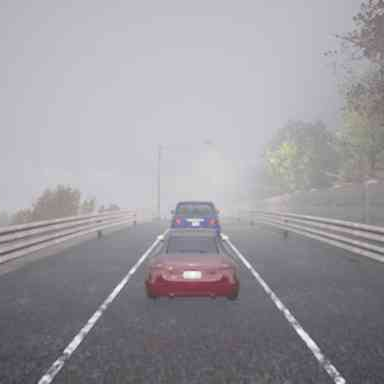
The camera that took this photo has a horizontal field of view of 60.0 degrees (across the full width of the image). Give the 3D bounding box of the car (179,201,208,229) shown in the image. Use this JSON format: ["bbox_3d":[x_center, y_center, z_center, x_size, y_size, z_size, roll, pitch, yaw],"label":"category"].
[{"bbox_3d":[0.158,1.803,26.979,2.150,2.045,5.566,0,-2,1],"label":"car"}]

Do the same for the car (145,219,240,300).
[{"bbox_3d":[0.021,1.601,8.480,1.994,1.385,4.181,0,-1,0],"label":"car"}]

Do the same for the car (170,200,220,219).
[{"bbox_3d":[0.144,1.397,15.736,2.150,2.045,5.566,0,-1,0],"label":"car"}]
